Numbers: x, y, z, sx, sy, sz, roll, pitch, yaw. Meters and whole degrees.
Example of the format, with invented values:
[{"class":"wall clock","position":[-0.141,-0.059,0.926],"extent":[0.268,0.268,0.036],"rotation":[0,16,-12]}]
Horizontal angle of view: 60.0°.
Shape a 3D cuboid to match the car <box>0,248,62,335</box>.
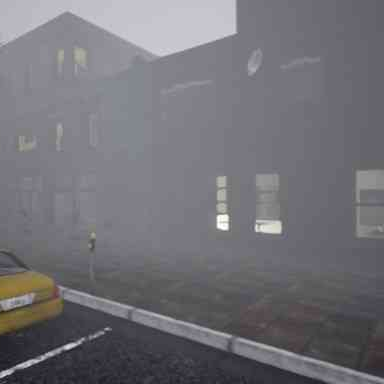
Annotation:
[{"class":"car","position":[-4.330,1.513,6.048],"extent":[4.829,1.417,1.752],"rotation":[0,0,36]}]
